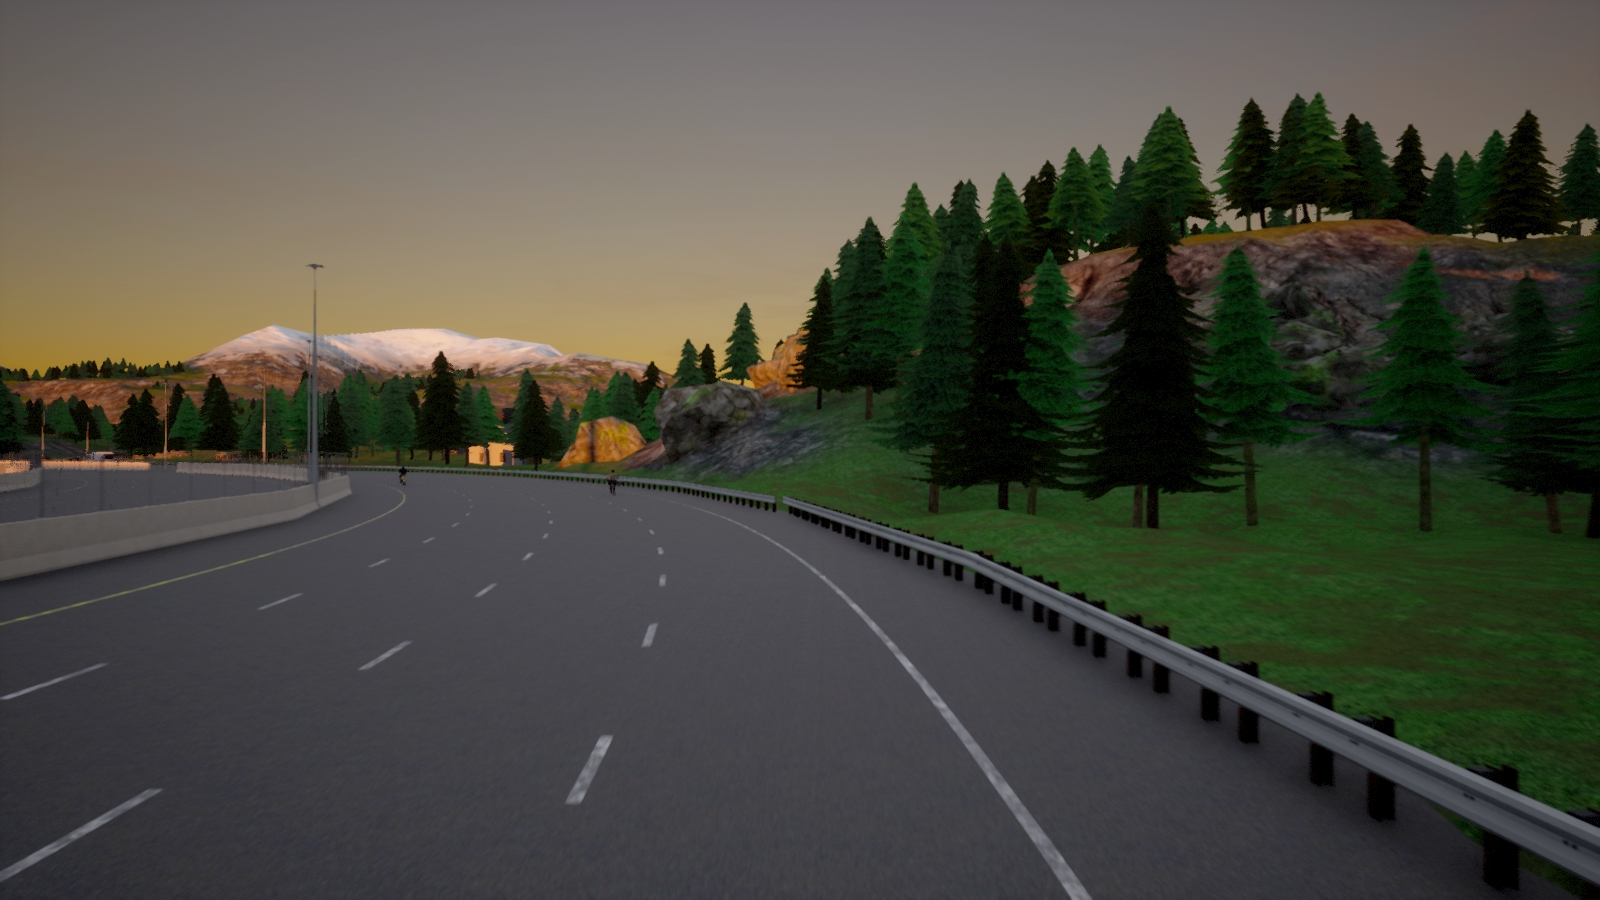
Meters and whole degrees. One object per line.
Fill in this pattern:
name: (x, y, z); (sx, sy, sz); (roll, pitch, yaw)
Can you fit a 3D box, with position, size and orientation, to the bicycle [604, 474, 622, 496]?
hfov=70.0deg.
bicycle: (-11.572, 2.154, 70.533); (0.859, 1.295, 1.487); (0, 0, -18)
